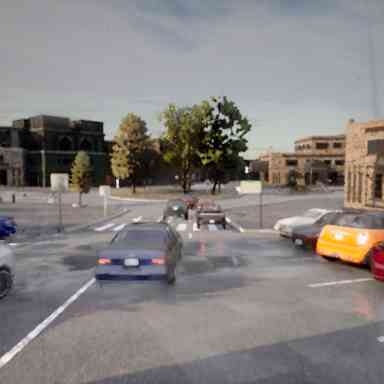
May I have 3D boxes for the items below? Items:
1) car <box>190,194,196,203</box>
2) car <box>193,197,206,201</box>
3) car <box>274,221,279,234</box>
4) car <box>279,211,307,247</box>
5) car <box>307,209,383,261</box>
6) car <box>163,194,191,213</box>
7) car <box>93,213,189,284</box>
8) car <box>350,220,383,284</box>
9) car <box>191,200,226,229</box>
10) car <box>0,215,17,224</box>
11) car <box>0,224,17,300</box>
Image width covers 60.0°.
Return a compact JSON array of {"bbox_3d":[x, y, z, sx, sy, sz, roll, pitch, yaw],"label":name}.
[{"bbox_3d":[-0.344,0.978,39.550,2.097,1.767,4.553,1,3,13],"label":"car"},{"bbox_3d":[1.459,1.440,34.856,1.895,1.301,4.718,0,2,6],"label":"car"},{"bbox_3d":[6.344,1.557,16.502,4.674,1.452,2.002,1,0,-20],"label":"car"},{"bbox_3d":[6.332,1.540,13.539,4.792,1.488,2.163,1,0,-20],"label":"car"},{"bbox_3d":[6.345,1.378,10.595,4.553,1.767,2.185,1,0,-20],"label":"car"},{"bbox_3d":[-1.351,1.355,29.187,2.097,1.767,4.553,0,1,0],"label":"car"},{"bbox_3d":[-1.274,1.570,9.714,2.033,1.411,5.357,0,0,1],"label":"car"},{"bbox_3d":[6.412,1.527,7.664,4.792,1.488,2.163,1,0,-20],"label":"car"},{"bbox_3d":[1.192,1.547,22.357,2.128,1.511,4.902,0,0,0],"label":"car"},{"bbox_3d":[-10.622,1.527,14.849,5.008,1.535,2.097,-1,0,-18],"label":"car"},{"bbox_3d":[-4.869,1.535,5.695,1.812,1.442,4.674,0,0,1],"label":"car"}]
